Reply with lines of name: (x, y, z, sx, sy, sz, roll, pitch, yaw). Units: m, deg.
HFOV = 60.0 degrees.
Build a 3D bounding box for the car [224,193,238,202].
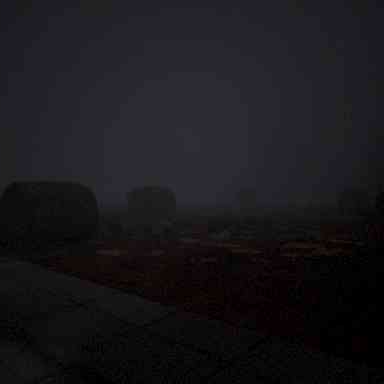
car: (9.127, 1.152, 73.545, 3.866, 1.878, 1.905, -2, 6, -6)
